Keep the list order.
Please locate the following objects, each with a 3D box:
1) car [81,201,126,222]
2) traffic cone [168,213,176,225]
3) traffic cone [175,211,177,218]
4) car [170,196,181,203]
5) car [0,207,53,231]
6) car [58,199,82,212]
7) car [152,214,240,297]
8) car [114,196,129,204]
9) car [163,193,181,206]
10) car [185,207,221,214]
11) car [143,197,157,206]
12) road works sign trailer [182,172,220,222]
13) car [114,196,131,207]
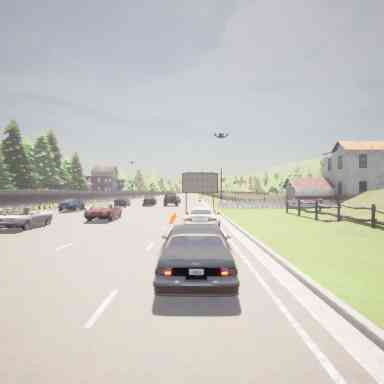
[{"bbox_3d":[-6.870,1.601,26.270,1.895,1.301,4.718,0,0,0],"label":"car"},{"bbox_3d":[-1.461,1.955,23.116,0.340,0.580,0.340,0,0,0],"label":"traffic cone"},{"bbox_3d":[-1.459,1.955,25.116,0.340,0.580,0.340,0,0,0],"label":"traffic cone"},{"bbox_3d":[-3.322,1.564,68.511,1.994,1.385,4.181,0,0,0],"label":"car"},{"bbox_3d":[-10.377,1.601,20.483,1.895,1.301,4.718,0,0,0],"label":"car"},{"bbox_3d":[-13.857,1.526,38.452,1.812,1.442,4.674,0,0,0],"label":"car"},{"bbox_3d":[0.107,1.547,8.760,2.033,1.411,5.357,0,0,1],"label":"car"},{"bbox_3d":[-13.824,1.562,65.186,1.994,1.385,4.181,0,0,0],"label":"car"},{"bbox_3d":[-3.339,1.221,53.296,2.150,2.045,5.566,0,0,0],"label":"car"},{"bbox_3d":[0.583,1.538,18.430,1.812,1.442,4.674,0,-1,5],"label":"car"},{"bbox_3d":[-6.837,1.477,54.516,1.882,1.535,5.008,0,0,0],"label":"car"},{"bbox_3d":[0.512,0.464,22.043,2.380,3.560,2.880,0,0,-5],"label":"road works sign trailer"},{"bbox_3d":[-10.343,1.506,49.222,1.837,1.490,4.892,0,0,0],"label":"car"}]
